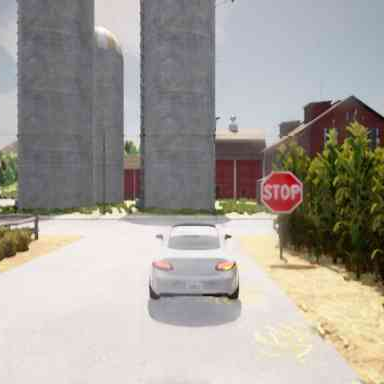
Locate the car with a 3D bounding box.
[{"bbox_3d":[0.048,1.503,8.235,1.812,1.442,4.674,0,0,0],"label":"car"}]
